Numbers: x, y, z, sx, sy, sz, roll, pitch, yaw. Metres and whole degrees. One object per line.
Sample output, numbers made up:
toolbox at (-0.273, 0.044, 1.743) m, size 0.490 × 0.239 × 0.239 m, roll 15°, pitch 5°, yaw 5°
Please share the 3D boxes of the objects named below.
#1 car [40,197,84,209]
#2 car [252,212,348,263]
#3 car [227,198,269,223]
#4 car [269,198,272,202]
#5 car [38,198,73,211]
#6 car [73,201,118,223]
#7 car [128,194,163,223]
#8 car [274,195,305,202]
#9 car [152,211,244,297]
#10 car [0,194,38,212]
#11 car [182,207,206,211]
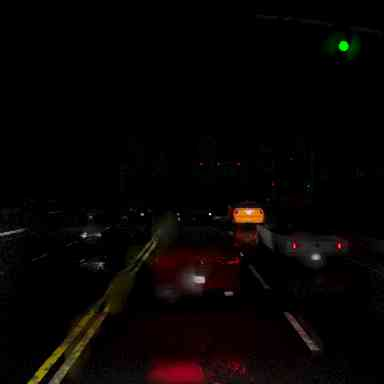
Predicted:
car at (-17.020, 1.476, 43.693) m, size 5.008 × 1.535 × 1.882 m, roll 0°, pitch 0°, yaw -2°
car at (3.615, 1.601, 11.912) m, size 1.895 × 1.301 × 4.718 m, roll 0°, pitch 0°, yaw 0°
car at (3.657, 1.352, 23.294) m, size 2.097 × 1.767 × 4.553 m, roll 0°, pitch 0°, yaw 1°
car at (15.096, 1.353, 58.847) m, size 4.553 × 1.767 × 2.097 m, roll 0°, pitch 0°, yaw -2°
car at (-16.679, 1.491, 40.201) m, size 4.902 × 1.511 × 2.128 m, roll 0°, pitch 0°, yaw -2°
car at (-6.976, 1.493, 25.395) m, size 2.128 × 1.511 × 4.902 m, roll 0°, pitch 0°, yaw 0°
car at (-3.470, 1.218, 25.977) m, size 2.150 × 2.045 × 5.566 m, roll 0°, pitch 0°, yaw 0°
car at (15.835, 1.477, 51.870) m, size 5.008 × 1.535 × 1.882 m, roll -1°, pitch 0°, yaw -2°
car at (0.110, 1.478, 8.642) m, size 1.882 × 1.535 × 5.008 m, roll 0°, pitch 0°, yaw 0°
car at (-20.460, 1.220, 36.589) m, size 5.566 × 2.045 × 2.150 m, roll 0°, pitch 0°, yaw -2°
car at (0.125, 1.547, 18.864) m, size 2.033 × 1.411 × 5.357 m, roll 0°, pitch 0°, yaw 0°
